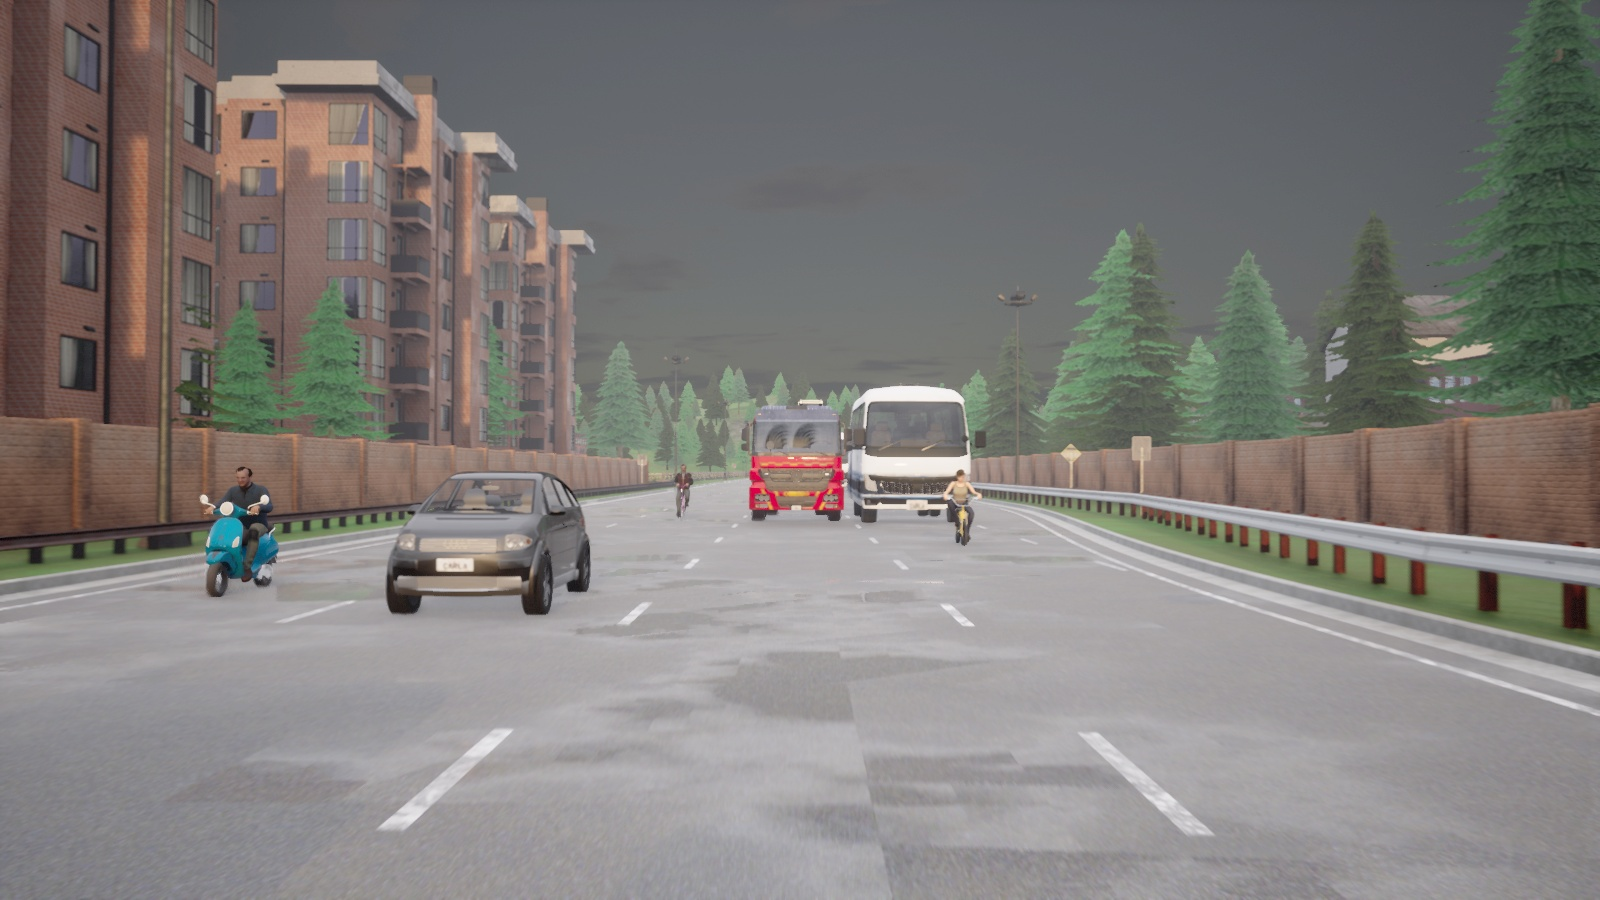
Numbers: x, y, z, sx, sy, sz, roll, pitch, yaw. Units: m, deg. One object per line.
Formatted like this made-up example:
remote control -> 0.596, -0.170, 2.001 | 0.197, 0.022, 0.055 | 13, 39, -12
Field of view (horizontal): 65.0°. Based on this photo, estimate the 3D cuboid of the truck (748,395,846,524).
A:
truck -> -0.106, 0.344, 41.503 | 2.891, 3.827, 8.468 | 0, -1, 0

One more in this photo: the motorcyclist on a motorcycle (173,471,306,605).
motorcyclist on a motorcycle -> -7.039, 1.062, 15.880 | 0.866, 1.590, 1.817 | 0, -1, 0

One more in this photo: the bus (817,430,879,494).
bus -> 3.279, 0.911, 88.880 | 3.944, 4.253, 10.273 | 0, -1, 0

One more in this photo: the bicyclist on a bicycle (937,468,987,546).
bicyclist on a bicycle -> 3.435, 1.185, 26.760 | 0.866, 1.612, 1.509 | 0, -1, 0

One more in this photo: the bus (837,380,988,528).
bus -> 3.394, 0.114, 41.239 | 3.944, 4.253, 10.273 | 0, 0, 0

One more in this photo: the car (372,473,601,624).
car -> -3.536, 1.057, 14.855 | 1.789, 1.549, 3.705 | 0, -1, 0
